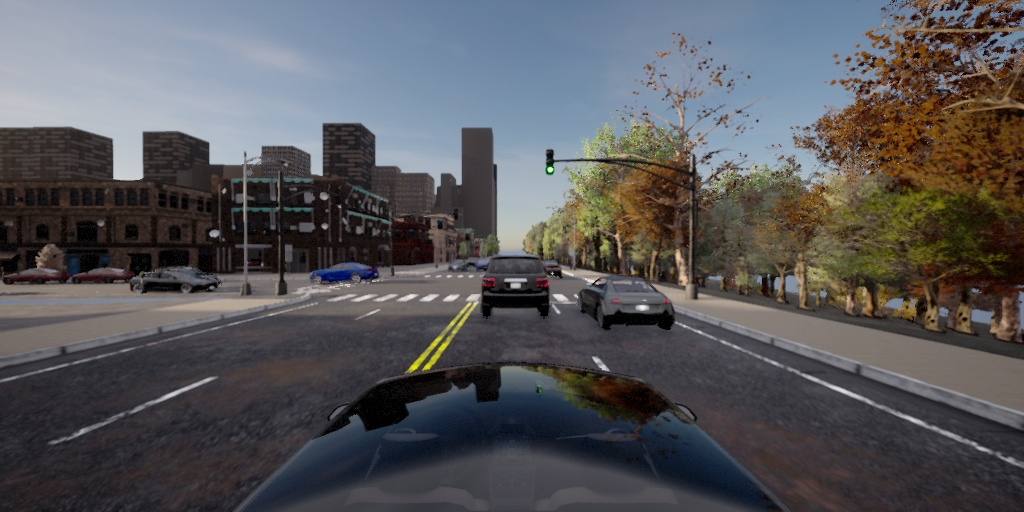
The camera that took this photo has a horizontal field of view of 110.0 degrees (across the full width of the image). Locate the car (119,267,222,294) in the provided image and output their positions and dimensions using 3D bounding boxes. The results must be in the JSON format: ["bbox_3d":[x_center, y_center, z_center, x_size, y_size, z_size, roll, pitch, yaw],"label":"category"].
[{"bbox_3d":[-19.944,1.530,21.237,4.313,1.339,1.948,0,0,0],"label":"car"}]

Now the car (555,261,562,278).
[{"bbox_3d":[3.355,1.196,32.379,1.837,1.490,4.892,0,0,0],"label":"car"}]

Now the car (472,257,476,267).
[{"bbox_3d":[-3.332,1.145,43.861,1.882,1.535,5.008,0,0,0],"label":"car"}]

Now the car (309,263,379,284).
[{"bbox_3d":[-12.594,1.271,26.946,5.008,1.535,1.882,-1,0,6],"label":"car"}]

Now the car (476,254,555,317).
[{"bbox_3d":[0.105,0.950,13.119,2.150,2.045,5.566,0,0,0],"label":"car"}]

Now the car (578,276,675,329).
[{"bbox_3d":[3.350,1.296,11.212,1.994,1.385,4.181,0,0,0],"label":"car"}]

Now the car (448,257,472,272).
[{"bbox_3d":[-6.581,1.159,43.963,2.128,1.511,4.902,0,0,0],"label":"car"}]

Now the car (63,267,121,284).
[{"bbox_3d":[-33.811,1.605,29.759,4.207,1.307,1.802,0,0,0],"label":"car"}]

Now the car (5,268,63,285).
[{"bbox_3d":[-39.345,1.666,29.767,4.207,1.307,1.802,0,0,0],"label":"car"}]

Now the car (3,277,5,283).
[{"bbox_3d":[-33.820,1.561,21.378,4.097,1.591,1.967,0,0,0],"label":"car"}]
